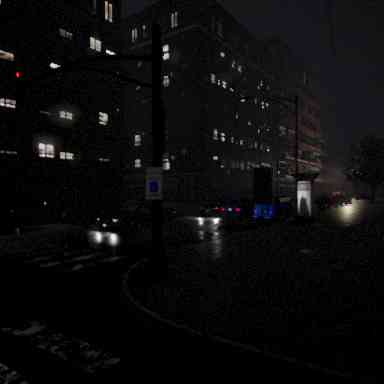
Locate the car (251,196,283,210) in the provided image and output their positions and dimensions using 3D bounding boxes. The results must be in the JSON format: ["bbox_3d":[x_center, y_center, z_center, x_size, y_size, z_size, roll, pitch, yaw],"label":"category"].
[{"bbox_3d":[8.316,1.130,36.435,1.994,1.385,4.181,0,1,35],"label":"car"}]

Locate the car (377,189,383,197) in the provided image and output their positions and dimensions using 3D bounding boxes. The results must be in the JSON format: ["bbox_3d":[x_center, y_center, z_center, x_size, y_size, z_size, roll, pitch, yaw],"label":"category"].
[{"bbox_3d":[41.921,0.398,74.231,1.887,1.381,4.507,1,1,35],"label":"car"}]

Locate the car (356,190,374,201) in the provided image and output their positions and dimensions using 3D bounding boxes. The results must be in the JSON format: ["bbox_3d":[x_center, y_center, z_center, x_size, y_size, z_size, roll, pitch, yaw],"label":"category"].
[{"bbox_3d":[28.798,0.605,55.820,1.967,1.590,4.097,1,1,35],"label":"car"}]

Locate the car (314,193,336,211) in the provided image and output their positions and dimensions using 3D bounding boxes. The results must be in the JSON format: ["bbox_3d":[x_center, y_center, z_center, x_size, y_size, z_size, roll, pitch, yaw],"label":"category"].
[{"bbox_3d":[12.394,1.118,32.810,1.947,1.339,4.313,1,1,35],"label":"car"}]

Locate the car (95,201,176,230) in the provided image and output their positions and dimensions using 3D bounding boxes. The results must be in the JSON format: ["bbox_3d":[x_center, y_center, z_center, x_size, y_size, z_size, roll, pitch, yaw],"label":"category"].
[{"bbox_3d":[-3.223,1.386,20.251,2.033,1.411,5.357,0,1,35],"label":"car"}]

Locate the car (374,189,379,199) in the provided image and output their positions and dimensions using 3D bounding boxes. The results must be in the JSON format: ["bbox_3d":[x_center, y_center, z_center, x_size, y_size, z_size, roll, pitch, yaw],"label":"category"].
[{"bbox_3d":[32.079,0.631,60.424,1.887,1.381,4.507,1,1,35],"label":"car"}]

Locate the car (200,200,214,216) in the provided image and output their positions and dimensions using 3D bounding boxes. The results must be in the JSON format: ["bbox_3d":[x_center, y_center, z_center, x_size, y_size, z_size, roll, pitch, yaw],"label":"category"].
[{"bbox_3d":[2.523,1.229,28.310,1.812,1.442,4.674,0,1,35],"label":"car"}]

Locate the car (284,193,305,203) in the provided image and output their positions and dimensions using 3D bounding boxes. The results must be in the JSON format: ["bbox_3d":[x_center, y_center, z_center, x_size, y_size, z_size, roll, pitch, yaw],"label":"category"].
[{"bbox_3d":[15.871,0.876,51.263,1.752,1.417,4.829,1,1,35],"label":"car"}]

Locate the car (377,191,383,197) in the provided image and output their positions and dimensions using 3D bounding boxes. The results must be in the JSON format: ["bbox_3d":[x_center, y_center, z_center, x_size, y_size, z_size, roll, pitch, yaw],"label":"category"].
[{"bbox_3d":[45.202,0.357,78.834,1.802,1.307,4.206,1,1,35],"label":"car"}]

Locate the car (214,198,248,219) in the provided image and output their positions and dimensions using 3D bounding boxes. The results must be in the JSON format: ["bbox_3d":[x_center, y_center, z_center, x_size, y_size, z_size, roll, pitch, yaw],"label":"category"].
[{"bbox_3d":[4.157,1.255,25.691,2.033,1.411,5.357,0,1,35],"label":"car"}]

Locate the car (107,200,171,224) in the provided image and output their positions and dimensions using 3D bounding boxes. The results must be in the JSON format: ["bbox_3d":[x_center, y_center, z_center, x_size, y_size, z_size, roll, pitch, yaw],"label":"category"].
[{"bbox_3d":[-3.695,1.357,23.816,1.887,1.381,4.507,1,1,35],"label":"car"}]

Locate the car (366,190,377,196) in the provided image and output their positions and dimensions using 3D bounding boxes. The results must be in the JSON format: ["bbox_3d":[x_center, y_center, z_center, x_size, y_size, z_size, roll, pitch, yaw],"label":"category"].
[{"bbox_3d":[44.305,0.270,82.011,1.994,1.385,4.181,0,1,35],"label":"car"}]

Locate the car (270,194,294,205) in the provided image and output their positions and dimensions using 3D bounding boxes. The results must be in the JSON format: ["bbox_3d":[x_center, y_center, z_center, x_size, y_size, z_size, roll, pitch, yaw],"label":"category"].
[{"bbox_3d":[12.692,1.008,46.805,1.802,1.307,4.206,1,1,35],"label":"car"}]

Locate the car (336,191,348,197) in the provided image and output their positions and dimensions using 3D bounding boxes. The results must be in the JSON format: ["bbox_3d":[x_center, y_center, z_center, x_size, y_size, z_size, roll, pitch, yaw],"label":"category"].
[{"bbox_3d":[35.633,0.448,78.986,1.947,1.339,4.313,1,1,35],"label":"car"}]

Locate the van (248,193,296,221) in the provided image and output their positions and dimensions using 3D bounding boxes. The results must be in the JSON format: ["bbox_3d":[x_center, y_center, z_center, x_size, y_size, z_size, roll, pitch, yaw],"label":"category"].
[{"bbox_3d":[5.832,1.048,23.601,1.690,1.788,3.998,1,1,35],"label":"van"}]

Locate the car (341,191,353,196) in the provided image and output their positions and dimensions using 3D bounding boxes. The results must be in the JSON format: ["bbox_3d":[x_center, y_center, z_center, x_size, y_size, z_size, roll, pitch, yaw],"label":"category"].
[{"bbox_3d":[38.911,0.355,83.584,2.008,1.369,4.403,1,1,35],"label":"car"}]

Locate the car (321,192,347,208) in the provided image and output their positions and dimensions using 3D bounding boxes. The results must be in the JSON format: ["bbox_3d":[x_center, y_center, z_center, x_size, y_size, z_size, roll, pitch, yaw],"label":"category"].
[{"bbox_3d":[15.674,1.020,37.412,1.887,1.381,4.507,1,1,35],"label":"car"}]

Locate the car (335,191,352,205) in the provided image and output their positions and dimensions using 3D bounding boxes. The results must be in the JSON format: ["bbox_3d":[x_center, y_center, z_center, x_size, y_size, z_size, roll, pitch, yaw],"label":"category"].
[{"bbox_3d":[18.955,0.964,42.015,1.947,1.339,4.313,1,1,35],"label":"car"}]

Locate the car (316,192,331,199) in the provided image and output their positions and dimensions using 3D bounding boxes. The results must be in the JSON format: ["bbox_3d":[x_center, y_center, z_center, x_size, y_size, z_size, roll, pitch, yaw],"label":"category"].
[{"bbox_3d":[25.801,0.697,65.194,1.802,1.307,4.206,1,1,35],"label":"car"}]

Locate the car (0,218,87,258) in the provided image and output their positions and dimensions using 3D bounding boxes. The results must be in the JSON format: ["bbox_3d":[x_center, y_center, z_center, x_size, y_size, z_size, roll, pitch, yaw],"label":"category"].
[{"bbox_3d":[-6.030,1.548,11.401,1.895,1.301,4.718,0,1,35],"label":"car"}]
